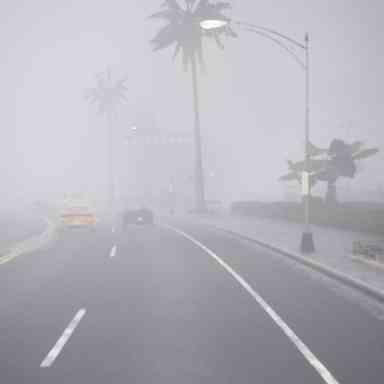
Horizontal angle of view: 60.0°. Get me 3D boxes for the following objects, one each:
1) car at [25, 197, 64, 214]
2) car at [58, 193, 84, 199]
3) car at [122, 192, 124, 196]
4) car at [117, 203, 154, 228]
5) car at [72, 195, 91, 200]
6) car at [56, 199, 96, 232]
[{"bbox_3d":[-16.115,1.531,35.689,2.033,1.411,5.357,0,0,-43],"label":"car"},{"bbox_3d":[-14.491,1.186,38.918,2.150,2.045,5.566,0,0,-44],"label":"car"},{"bbox_3d":[-15.872,1.283,76.229,4.674,1.452,2.002,0,0,20],"label":"car"},{"bbox_3d":[-3.821,1.434,21.885,1.882,1.535,5.008,0,0,-18],"label":"car"},{"bbox_3d":[-29.388,1.476,88.428,4.718,1.301,1.895,0,0,20],"label":"car"},{"bbox_3d":[-6.869,1.456,20.067,1.882,1.535,5.008,0,0,-18],"label":"car"}]
